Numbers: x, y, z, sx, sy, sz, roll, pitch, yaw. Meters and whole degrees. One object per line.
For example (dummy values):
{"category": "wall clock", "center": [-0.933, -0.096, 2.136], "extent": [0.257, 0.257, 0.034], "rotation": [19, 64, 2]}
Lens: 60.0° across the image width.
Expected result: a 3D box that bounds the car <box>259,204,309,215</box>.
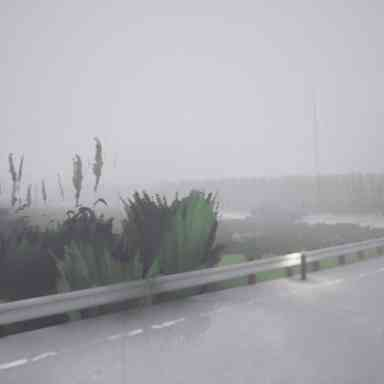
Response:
{"category": "car", "center": [7.330, 1.664, 28.151], "extent": [1.895, 1.301, 4.718], "rotation": [-2, 1, -42]}
